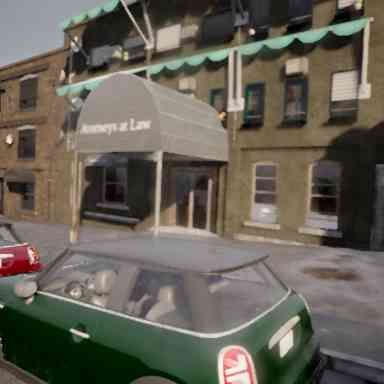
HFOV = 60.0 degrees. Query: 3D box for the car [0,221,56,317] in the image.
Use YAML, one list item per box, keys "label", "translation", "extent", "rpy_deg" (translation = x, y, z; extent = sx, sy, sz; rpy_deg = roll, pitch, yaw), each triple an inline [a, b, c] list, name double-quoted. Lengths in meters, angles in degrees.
- label: "car"
  translation: [-5.393, 1.367, 7.384]
  extent: [4.553, 1.767, 2.185]
  rpy_deg: [0, 0, 36]
